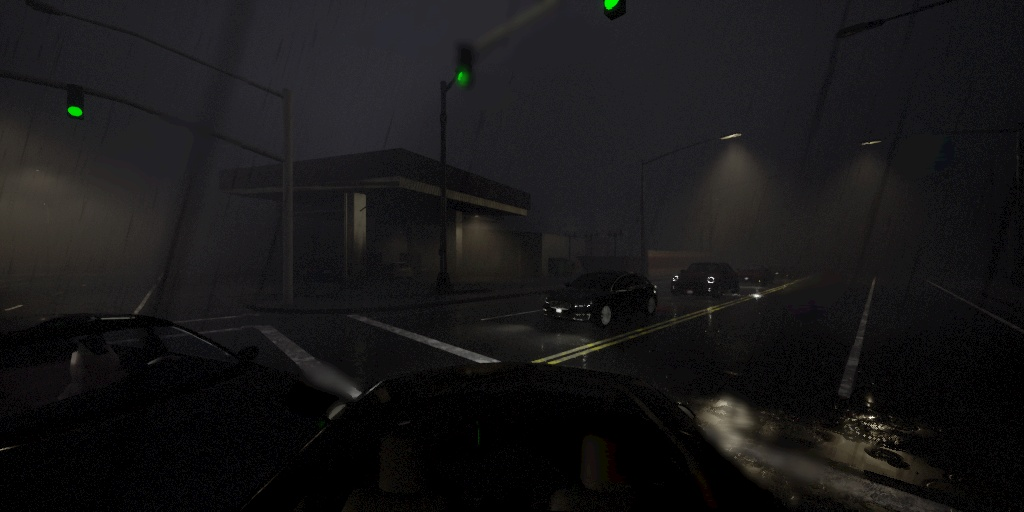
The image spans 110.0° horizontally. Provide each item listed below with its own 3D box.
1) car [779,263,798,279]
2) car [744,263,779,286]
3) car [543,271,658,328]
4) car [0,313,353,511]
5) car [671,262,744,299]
[{"bbox_3d":[24.163,1.314,32.149,4.181,1.385,1.994,0,0,-44],"label":"car"},{"bbox_3d":[16.947,1.314,25.181,1.994,1.385,4.181,0,0,45],"label":"car"},{"bbox_3d":[3.018,1.255,11.590,4.892,1.490,1.837,0,0,-45],"label":"car"},{"bbox_3d":[-3.390,1.242,2.647,4.902,1.511,2.128,0,0,16],"label":"car"},{"bbox_3d":[9.938,1.102,18.353,4.553,1.767,2.097,0,0,-44],"label":"car"}]
